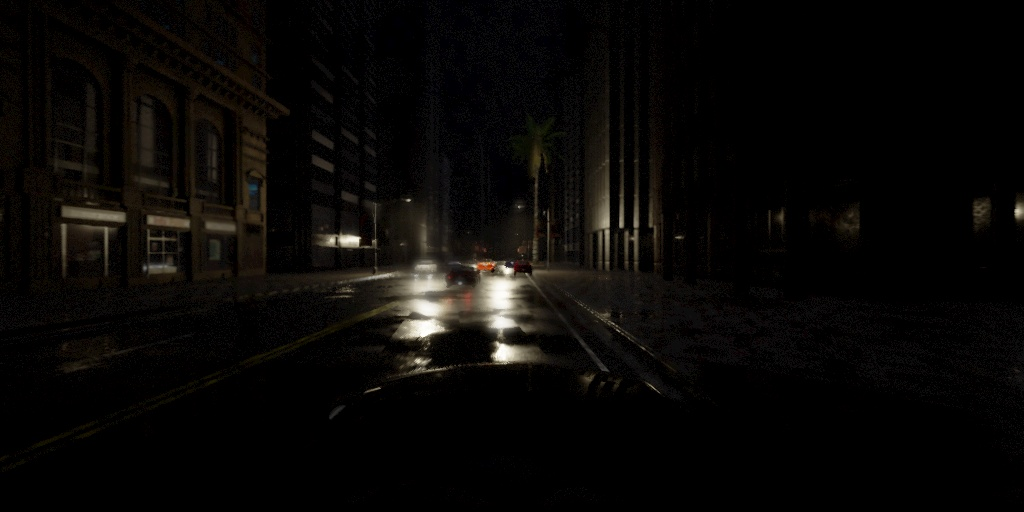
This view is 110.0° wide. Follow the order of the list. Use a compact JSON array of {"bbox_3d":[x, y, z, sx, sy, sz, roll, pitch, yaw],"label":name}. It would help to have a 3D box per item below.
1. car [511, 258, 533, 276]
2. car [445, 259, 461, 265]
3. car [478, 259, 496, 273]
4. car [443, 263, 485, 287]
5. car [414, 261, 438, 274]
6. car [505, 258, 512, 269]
[{"bbox_3d":[1.132,1.233,37.949,1.882,1.535,5.008,0,0,0],"label":"car"},{"bbox_3d":[-6.587,1.321,41.037,1.994,1.385,4.181,0,0,0],"label":"car"},{"bbox_3d":[-3.157,1.111,44.748,2.097,1.767,4.553,0,0,0],"label":"car"},{"bbox_3d":[-3.153,1.350,24.046,1.895,1.301,4.718,0,0,0],"label":"car"},{"bbox_3d":[-9.836,1.283,41.294,1.812,1.442,4.674,0,0,0],"label":"car"},{"bbox_3d":[-0.008,1.124,57.469,2.097,1.767,4.553,0,0,0],"label":"car"}]
